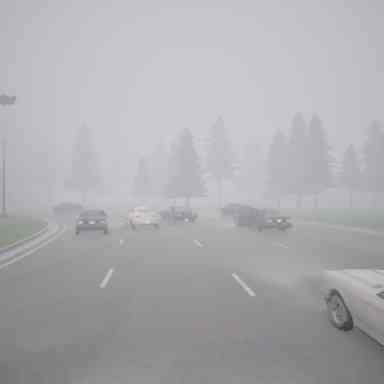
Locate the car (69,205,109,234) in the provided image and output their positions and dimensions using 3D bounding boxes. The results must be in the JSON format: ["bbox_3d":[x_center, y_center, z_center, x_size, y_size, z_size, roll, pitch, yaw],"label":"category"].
[{"bbox_3d":[-6.213,1.762,20.739,2.033,1.411,5.357,0,-1,-16],"label":"car"}]

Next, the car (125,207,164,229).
[{"bbox_3d":[-3.611,1.760,23.679,1.812,1.442,4.674,0,-1,-18],"label":"car"}]

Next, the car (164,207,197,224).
[{"bbox_3d":[-1.276,1.864,27.688,1.895,1.301,4.718,0,-1,-22],"label":"car"}]

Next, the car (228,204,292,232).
[{"bbox_3d":[4.397,1.734,21.509,2.033,1.411,5.357,0,-1,-14],"label":"car"}]

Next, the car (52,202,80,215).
[{"bbox_3d":[-15.208,1.936,40.578,4.892,1.490,1.837,0,-1,40],"label":"car"}]

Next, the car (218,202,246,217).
[{"bbox_3d":[4.285,1.796,32.715,1.837,1.490,4.892,1,-1,-25],"label":"car"}]

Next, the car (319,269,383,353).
[{"bbox_3d":[3.377,1.628,4.045,1.895,1.301,4.718,0,-1,-3],"label":"car"}]
